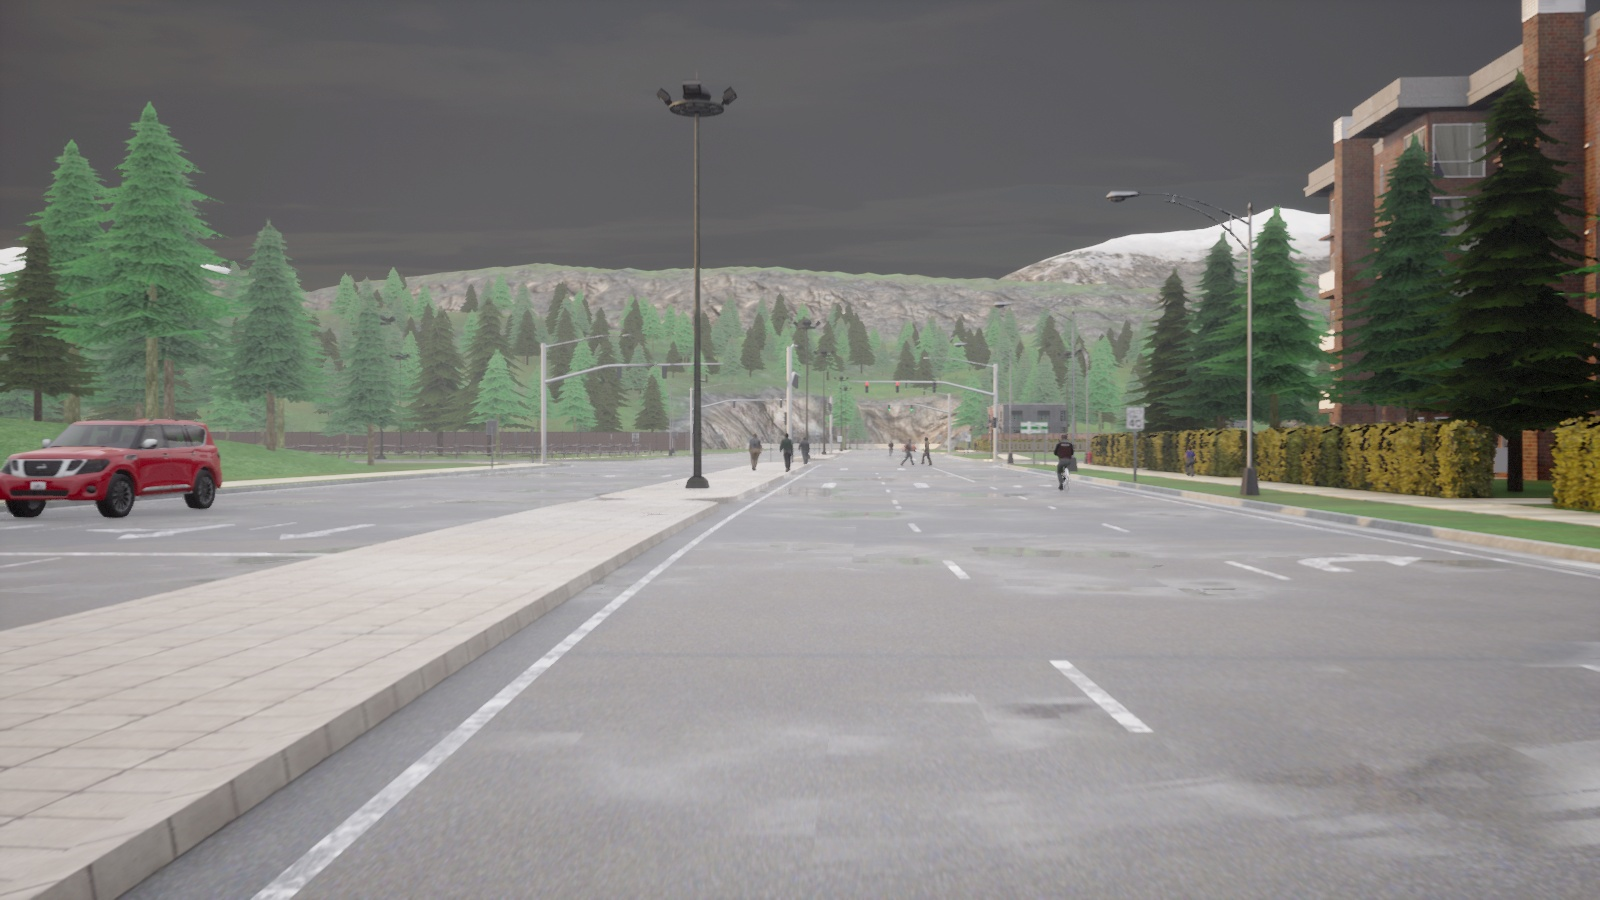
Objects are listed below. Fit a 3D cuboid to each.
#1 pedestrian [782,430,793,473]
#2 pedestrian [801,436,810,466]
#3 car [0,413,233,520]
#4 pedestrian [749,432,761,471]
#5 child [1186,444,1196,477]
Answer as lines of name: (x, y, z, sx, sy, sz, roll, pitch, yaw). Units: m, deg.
pedestrian: (-0.553, 0.079, 57.131, 0.423, 1.949, 0.788, 0, 0, 4)
pedestrian: (0.327, 0.055, 78.176, 0.563, 1.883, 0.849, 0, 0, -1)
car: (-14.569, 0.305, 26.882, 2.150, 2.045, 5.566, 0, 0, 2)
pedestrian: (-2.154, 0.063, 59.907, 0.540, 1.848, 0.694, 0, 0, 1)
child: (14.991, 0.405, 48.200, 0.270, 1.263, 0.437, 0, 0, 3)
